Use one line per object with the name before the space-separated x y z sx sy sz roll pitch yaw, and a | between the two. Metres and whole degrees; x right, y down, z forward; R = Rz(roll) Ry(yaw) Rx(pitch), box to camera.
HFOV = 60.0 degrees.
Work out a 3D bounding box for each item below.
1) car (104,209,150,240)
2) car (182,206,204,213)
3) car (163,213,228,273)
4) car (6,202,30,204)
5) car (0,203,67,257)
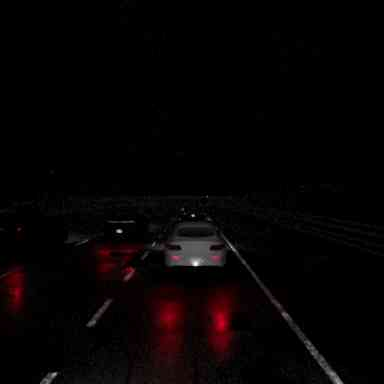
car | -3.507 1.703 18.496 2.128 1.511 4.902 0 -1 0
car | 0.087 1.956 29.517 1.994 1.385 4.181 0 -1 0
car | 0.095 1.634 10.907 1.812 1.442 4.674 0 -1 0
car | -21.081 2.083 42.373 1.882 1.535 5.008 0 -1 0
car | -6.906 1.497 13.801 2.097 1.767 4.553 0 -1 0
